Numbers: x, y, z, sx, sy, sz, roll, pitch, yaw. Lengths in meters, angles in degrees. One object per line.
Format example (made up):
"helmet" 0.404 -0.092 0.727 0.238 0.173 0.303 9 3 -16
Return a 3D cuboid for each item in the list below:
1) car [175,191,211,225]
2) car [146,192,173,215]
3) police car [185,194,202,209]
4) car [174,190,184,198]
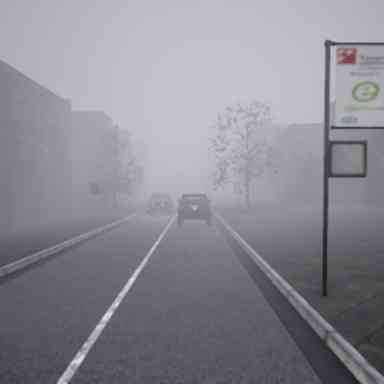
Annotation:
"car" 0.162 1.083 23.076 2.150 2.045 5.566 0 1 0
"car" -3.021 1.024 32.156 2.150 2.045 5.566 0 0 0
"police car" 0.204 1.171 41.653 1.930 1.638 5.238 0 1 0
"car" -2.800 0.497 73.230 1.882 1.535 5.008 0 3 0
